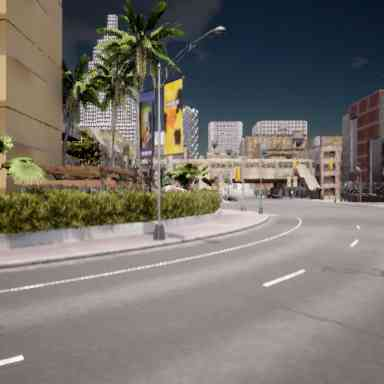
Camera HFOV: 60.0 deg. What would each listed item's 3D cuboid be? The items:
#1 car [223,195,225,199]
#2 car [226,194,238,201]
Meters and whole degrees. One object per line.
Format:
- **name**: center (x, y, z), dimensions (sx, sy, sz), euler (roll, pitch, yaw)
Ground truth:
- **car**: center (9.704, 1.311, 85.380), dimensions (2.185, 1.767, 4.553), euler (0, 0, 1)
- **car**: center (9.683, 1.436, 78.953), dimensions (2.097, 1.535, 5.008), euler (0, 0, 1)
